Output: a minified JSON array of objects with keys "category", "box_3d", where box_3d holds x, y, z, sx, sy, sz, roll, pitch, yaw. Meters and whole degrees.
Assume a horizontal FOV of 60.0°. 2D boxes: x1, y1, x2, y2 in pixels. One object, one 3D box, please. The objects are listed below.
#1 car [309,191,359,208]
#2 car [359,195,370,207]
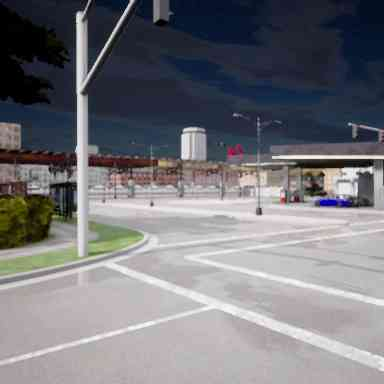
[{"category":"car","box_3d":[17.238,1.061,40.529,2.242,1.667,4.611,0,0,-35]},{"category":"car","box_3d":[21.502,1.185,44.455,1.970,1.475,3.806,0,0,-35]}]
